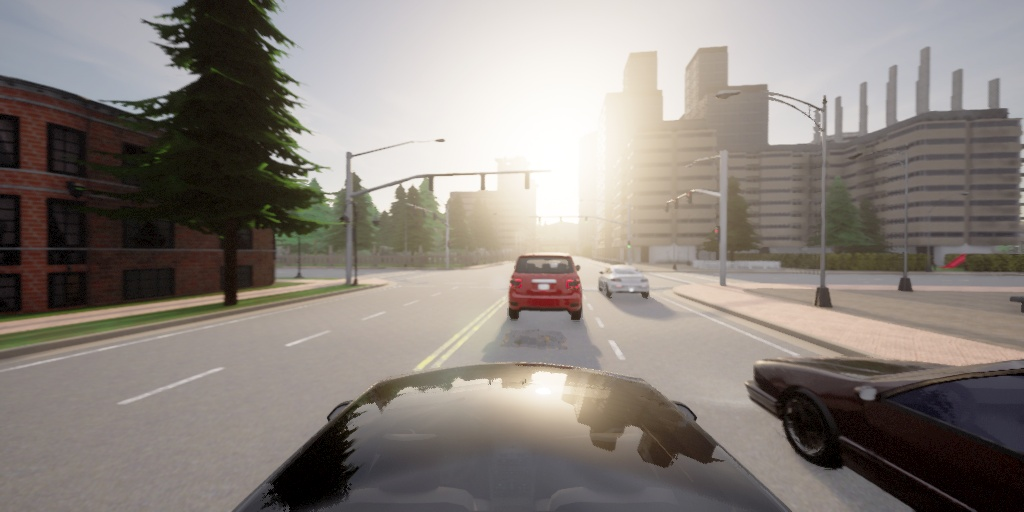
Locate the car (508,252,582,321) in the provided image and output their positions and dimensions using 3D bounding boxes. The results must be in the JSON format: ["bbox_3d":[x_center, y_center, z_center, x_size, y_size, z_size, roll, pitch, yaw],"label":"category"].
[{"bbox_3d":[1.169,0.888,12.295,2.150,2.045,5.566,0,1,7],"label":"car"}]

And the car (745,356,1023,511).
[{"bbox_3d":[3.726,1.310,1.815,2.033,1.411,5.357,0,1,0],"label":"car"}]

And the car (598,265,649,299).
[{"bbox_3d":[5.310,1.162,17.398,1.812,1.442,4.674,0,0,7],"label":"car"}]
